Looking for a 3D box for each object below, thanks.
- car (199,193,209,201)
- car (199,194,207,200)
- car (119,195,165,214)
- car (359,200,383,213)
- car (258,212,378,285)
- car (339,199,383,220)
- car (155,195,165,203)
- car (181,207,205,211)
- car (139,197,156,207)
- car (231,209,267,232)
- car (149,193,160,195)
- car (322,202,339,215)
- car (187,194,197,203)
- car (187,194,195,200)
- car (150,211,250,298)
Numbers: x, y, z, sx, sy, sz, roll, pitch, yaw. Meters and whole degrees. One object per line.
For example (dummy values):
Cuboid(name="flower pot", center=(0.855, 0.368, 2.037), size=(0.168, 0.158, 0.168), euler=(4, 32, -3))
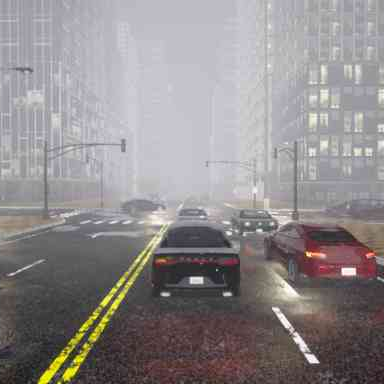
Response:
Cuboid(name="car", center=(3.015, 1.143, 79.993), size=(2.150, 2.045, 5.566), euler=(0, 0, 0))
Cuboid(name="car", center=(2.984, 1.267, 90.381), size=(2.128, 1.511, 4.902), euler=(0, 0, 0))
Cuboid(name="car", center=(-5.144, 1.432, 34.938), size=(4.892, 1.490, 1.837), euler=(0, 3, -31))
Cuboid(name="car", center=(21.700, 1.643, 37.515), size=(4.829, 1.417, 1.752), euler=(1, 0, 1))
Cuboid(name="car", center=(3.323, 1.521, 9.355), size=(1.812, 1.442, 4.674), euler=(0, 0, 0))
Cuboid(name="car", center=(16.115, 1.519, 29.213), size=(5.009, 1.841, 2.192), euler=(1, 0, 1))
Cuboid(name="car", center=(-6.707, 1.464, 69.860), size=(1.812, 1.442, 4.674), euler=(0, 0, 0))
Cuboid(name="car", center=(0.044, 1.538, 18.412), size=(2.033, 1.411, 5.357), euler=(0, 0, 0))
Cuboid(name="car", center=(-6.740, 1.528, 50.687), size=(1.994, 1.385, 4.181), euler=(0, 0, 0))
Cuboid(name="car", center=(3.296, 1.591, 18.474), size=(1.895, 1.301, 4.718), euler=(0, 0, 0))
Cuboid(name="car", center=(-6.752, 1.175, 59.720), size=(2.150, 2.045, 5.566), euler=(0, 0, 0))
Cuboid(name="car", center=(16.196, 1.637, 35.002), size=(4.674, 1.442, 1.812), euler=(1, 1, 1))
Cuboid(name="car", center=(-0.101, 1.508, 66.797), size=(1.994, 1.385, 4.181), euler=(0, 0, 0))
Cuboid(name="car", center=(-0.267, 1.387, 90.790), size=(1.882, 1.535, 5.008), euler=(0, 0, 0))
Cuboid(name="car", center=(0.071, 1.474, 8.591), size=(1.882, 1.535, 5.008), euler=(0, 0, 0))
